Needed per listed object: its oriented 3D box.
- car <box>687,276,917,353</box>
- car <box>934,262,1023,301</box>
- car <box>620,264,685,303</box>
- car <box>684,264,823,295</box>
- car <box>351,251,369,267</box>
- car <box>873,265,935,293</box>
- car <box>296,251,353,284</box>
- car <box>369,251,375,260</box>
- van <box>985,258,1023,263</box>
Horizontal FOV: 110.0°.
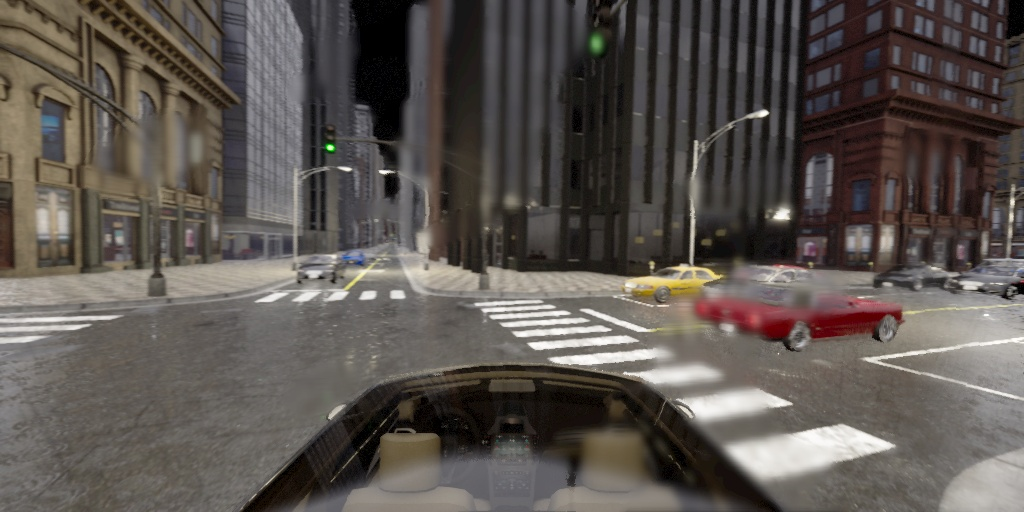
[{"bbox_3d":[6.845,1.315,8.536,4.718,1.301,1.895,0,2,-18],"label":"car"},{"bbox_3d":[23.552,1.230,17.377,4.902,1.511,2.128,1,2,-18],"label":"car"},{"bbox_3d":[6.752,1.023,14.600,4.829,1.417,1.751,0,0,-19],"label":"car"},{"bbox_3d":[8.881,1.105,12.475,4.902,1.511,2.128,0,2,-19],"label":"car"},{"bbox_3d":[-15.622,0.249,35.551,1.882,1.535,5.008,1,1,-18],"label":"car"},{"bbox_3d":[21.992,1.191,19.696,4.313,1.339,1.948,0,0,-19],"label":"car"},{"bbox_3d":[-10.533,0.667,20.064,2.128,1.511,4.902,1,2,-17],"label":"car"},{"bbox_3d":[-21.438,-0.094,53.395,1.895,1.301,4.718,1,1,-18],"label":"car"},{"bbox_3d":[32.045,1.058,23.059,3.998,1.789,1.690,0,0,-19],"label":"van"}]
